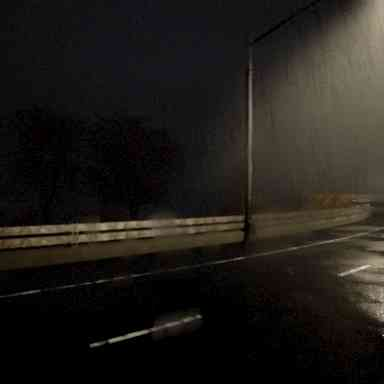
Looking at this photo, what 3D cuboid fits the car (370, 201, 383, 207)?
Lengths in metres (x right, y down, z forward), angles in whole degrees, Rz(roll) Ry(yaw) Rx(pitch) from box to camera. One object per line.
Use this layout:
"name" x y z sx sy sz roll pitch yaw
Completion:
"car" 37.862 2.429 67.927 1.895 1.301 4.718 0 -1 11
